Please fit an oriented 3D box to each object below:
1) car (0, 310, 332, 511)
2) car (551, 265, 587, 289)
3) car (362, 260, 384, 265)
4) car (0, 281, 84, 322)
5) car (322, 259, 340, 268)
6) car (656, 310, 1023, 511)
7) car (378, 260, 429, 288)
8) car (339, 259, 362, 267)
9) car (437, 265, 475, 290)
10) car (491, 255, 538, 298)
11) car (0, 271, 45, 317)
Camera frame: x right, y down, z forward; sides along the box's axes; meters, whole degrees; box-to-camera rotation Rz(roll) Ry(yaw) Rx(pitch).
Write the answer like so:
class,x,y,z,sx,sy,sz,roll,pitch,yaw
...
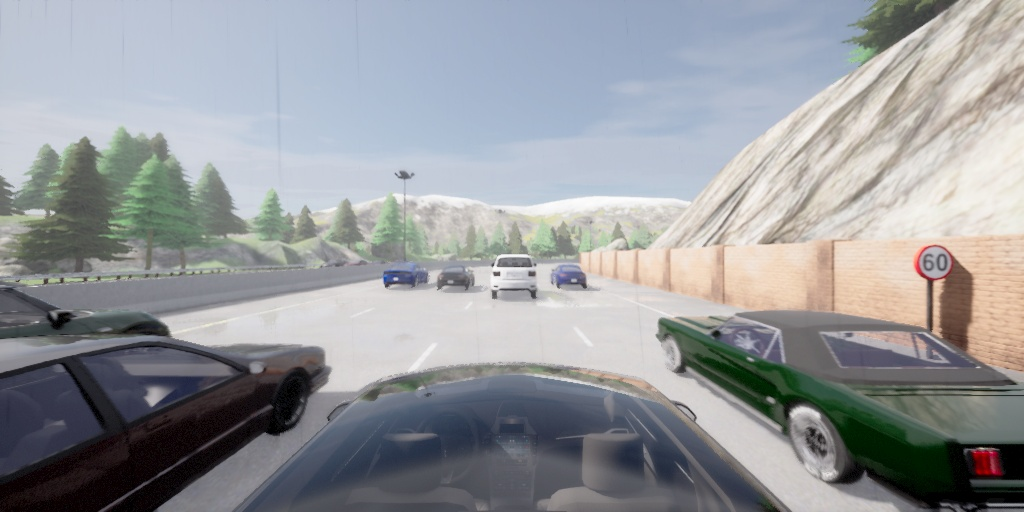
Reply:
class,x,y,z,sx,sy,sz,roll,pitch,yaw
car,-3.400,1.297,2.449,2.033,1.411,5.357,0,0,0
car,3.598,1.266,23.115,1.812,1.442,4.674,0,0,0
car,-19.793,1.319,53.237,1.994,1.385,4.181,0,0,10
car,-6.900,1.102,4.271,2.097,1.767,4.553,0,0,0
car,-26.694,1.230,54.412,2.128,1.511,4.902,0,0,10
car,3.602,1.349,4.571,1.895,1.301,4.718,0,0,0
car,-6.886,1.217,23.734,1.882,1.535,5.008,0,0,0
car,-23.243,1.272,53.827,1.812,1.442,4.674,0,0,10
car,-3.402,1.266,22.136,1.812,1.442,4.674,0,0,0
car,0.110,0.964,18.530,2.150,2.045,5.566,0,0,0
car,-17.595,1.272,10.480,1.812,1.442,4.674,0,0,0
